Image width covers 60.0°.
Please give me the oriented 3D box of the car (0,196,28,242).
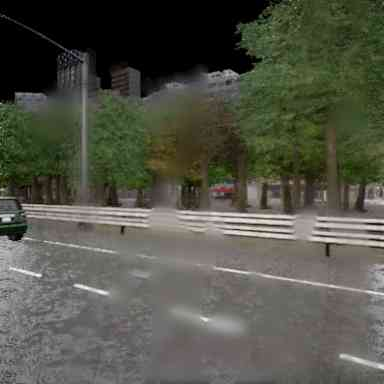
[{"bbox_3d":[-9.703,1.219,15.104,5.566,2.045,2.150,0,0,36],"label":"car"}]
